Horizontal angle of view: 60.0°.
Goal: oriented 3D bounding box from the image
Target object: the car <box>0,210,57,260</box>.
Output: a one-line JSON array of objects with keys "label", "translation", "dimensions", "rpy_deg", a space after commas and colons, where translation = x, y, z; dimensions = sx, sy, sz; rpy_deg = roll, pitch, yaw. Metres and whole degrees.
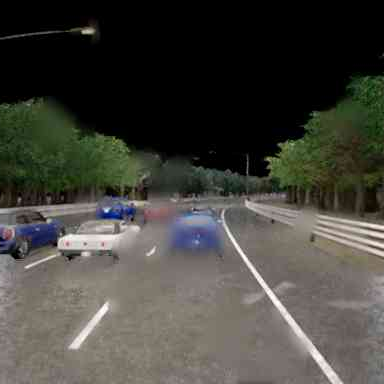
[{"label": "car", "translation": [-6.797, 1.479, 13.169], "dimensions": [2.097, 1.767, 4.553], "rpy_deg": [0, -1, 2]}]

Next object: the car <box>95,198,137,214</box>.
[{"label": "car", "translation": [-6.136, 1.493, 27.242], "dimensions": [2.150, 2.045, 5.566], "rpy_deg": [0, 0, 4]}]

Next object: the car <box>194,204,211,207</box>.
[{"label": "car", "translation": [0.928, 1.769, 27.732], "dimensions": [2.128, 1.511, 4.902], "rpy_deg": [0, 0, 4]}]

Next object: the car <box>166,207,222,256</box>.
[{"label": "car", "translation": [0.236, 1.612, 13.792], "dimensions": [1.882, 1.535, 5.008], "rpy_deg": [0, 0, 3]}]

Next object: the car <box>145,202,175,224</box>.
[{"label": "car", "translation": [-2.569, 1.627, 27.864], "dimensions": [2.097, 1.767, 4.553], "rpy_deg": [0, -1, 4]}]

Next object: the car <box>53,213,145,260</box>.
[{"label": "car", "translation": [-3.310, 1.726, 12.901], "dimensions": [1.895, 1.301, 4.718], "rpy_deg": [0, -1, 2]}]
